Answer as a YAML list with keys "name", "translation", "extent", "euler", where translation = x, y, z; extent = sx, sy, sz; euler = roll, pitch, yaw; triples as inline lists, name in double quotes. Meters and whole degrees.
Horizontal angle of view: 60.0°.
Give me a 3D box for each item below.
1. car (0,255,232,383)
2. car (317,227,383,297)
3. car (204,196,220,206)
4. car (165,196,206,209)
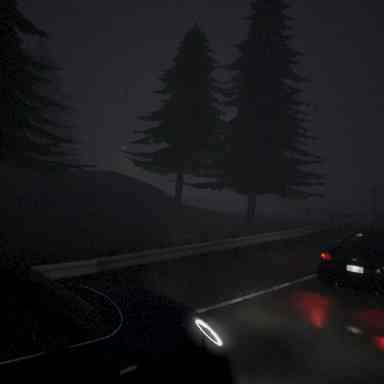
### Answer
- name: "car"
  translation: [-1.819, 1.352, 2.744]
  extent: [4.553, 1.767, 2.097]
  euler: [0, 0, -36]
- name: "car"
  translation: [4.878, 1.564, 8.219]
  extent: [4.181, 1.385, 1.994]
  euler: [0, 0, -42]
- name: "car"
  translation: [2.155, 1.455, 52.585]
  extent: [4.902, 1.511, 2.128]
  euler: [0, 0, 35]
- name: "car"
  translation: [-0.932, 1.569, 46.203]
  extent: [4.718, 1.301, 1.895]
  euler: [0, 0, 35]
